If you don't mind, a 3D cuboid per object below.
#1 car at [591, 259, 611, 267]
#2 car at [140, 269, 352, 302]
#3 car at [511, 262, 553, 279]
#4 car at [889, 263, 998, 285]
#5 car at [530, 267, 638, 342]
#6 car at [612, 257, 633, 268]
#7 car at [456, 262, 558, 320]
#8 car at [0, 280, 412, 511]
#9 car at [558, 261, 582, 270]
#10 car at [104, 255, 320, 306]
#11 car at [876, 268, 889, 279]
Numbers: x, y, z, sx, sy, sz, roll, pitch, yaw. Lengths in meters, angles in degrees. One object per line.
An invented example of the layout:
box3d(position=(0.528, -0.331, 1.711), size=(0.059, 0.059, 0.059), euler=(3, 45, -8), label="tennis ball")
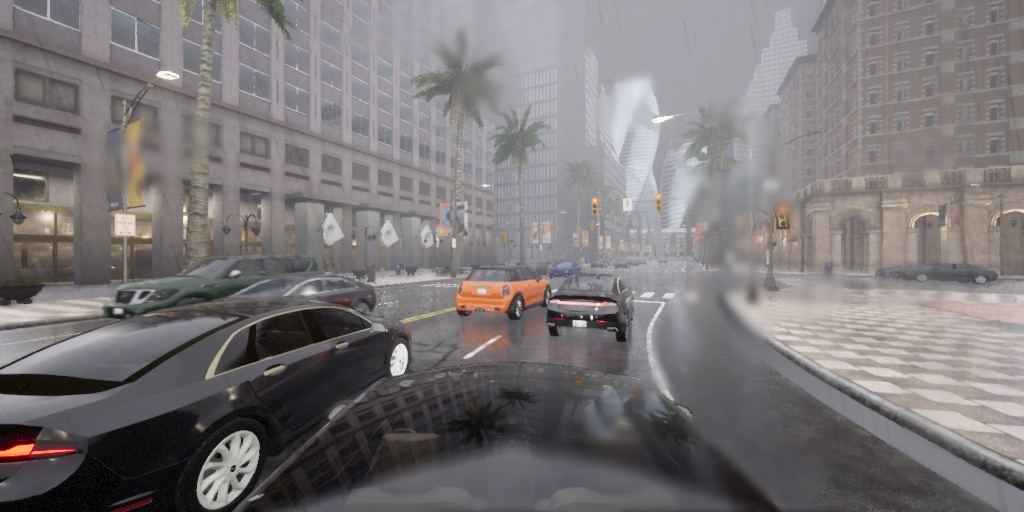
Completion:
box3d(position=(14.397, 1.251, 58.846), size=(1.837, 1.490, 4.892), euler=(0, 0, 27), label="car")
box3d(position=(-5.550, 1.241, 9.108), size=(2.128, 1.511, 4.902), euler=(0, 0, 17), label="car")
box3d(position=(2.044, 1.295, 34.087), size=(2.033, 1.411, 5.357), euler=(0, 0, 26), label="car")
box3d(position=(31.568, 1.253, 26.252), size=(4.892, 1.490, 1.837), euler=(0, 0, 25), label="car")
box3d(position=(2.339, 1.241, 9.962), size=(2.128, 1.511, 4.902), euler=(0, 0, 21), label="car")
box3d(position=(17.972, 1.251, 58.170), size=(1.837, 1.490, 4.892), euler=(0, 0, 27), label="car")
box3d(position=(-0.097, 1.101, 12.982), size=(2.097, 1.767, 4.553), euler=(0, 0, 23), label="car")
box3d(position=(-2.855, 1.255, 4.273), size=(1.837, 1.490, 4.892), euler=(0, 0, 8), label="car")
box3d(position=(4.781, 1.225, 31.734), size=(1.882, 1.535, 5.008), euler=(0, 0, 26), label="car")
box3d(position=(-8.574, 0.971, 11.229), size=(2.150, 2.045, 5.566), euler=(0, 0, 19), label="car")
box3d(position=(32.931, 1.311, 29.479), size=(4.181, 1.385, 1.994), euler=(0, 0, 26), label="car")
